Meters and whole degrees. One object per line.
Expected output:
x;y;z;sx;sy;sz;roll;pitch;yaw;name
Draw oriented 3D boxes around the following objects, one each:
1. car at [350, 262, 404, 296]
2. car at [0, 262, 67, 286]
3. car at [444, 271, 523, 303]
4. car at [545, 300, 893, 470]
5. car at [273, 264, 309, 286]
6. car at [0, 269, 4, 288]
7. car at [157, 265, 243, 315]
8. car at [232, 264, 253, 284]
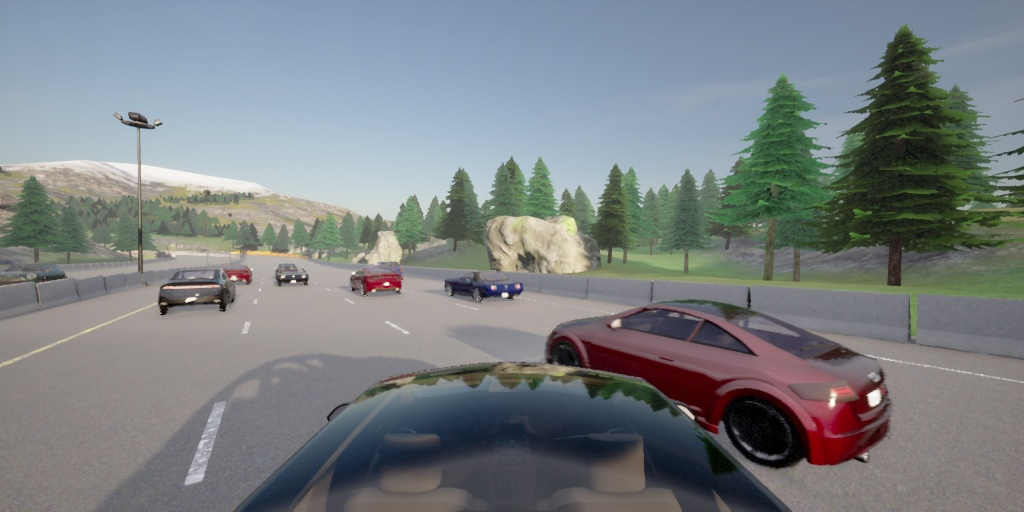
-7.648;1.279;19.936;1.882;1.535;5.008;0;0;-34;car
-31.003;1.259;22.980;2.097;1.767;4.553;0;0;-34;car
-1.536;1.377;17.124;1.895;1.301;4.718;0;0;-34;car
2.345;1.317;5.086;1.994;1.385;4.181;0;0;-34;car
-16.235;1.479;26.428;1.895;1.301;4.718;0;-1;-34;car
-34.867;1.519;22.468;1.895;1.301;4.718;0;-1;-34;car
-12.049;1.268;13.938;2.128;1.511;4.902;0;-1;-34;car
-21.613;1.391;28.150;1.882;1.535;5.008;0;-1;-34;car
